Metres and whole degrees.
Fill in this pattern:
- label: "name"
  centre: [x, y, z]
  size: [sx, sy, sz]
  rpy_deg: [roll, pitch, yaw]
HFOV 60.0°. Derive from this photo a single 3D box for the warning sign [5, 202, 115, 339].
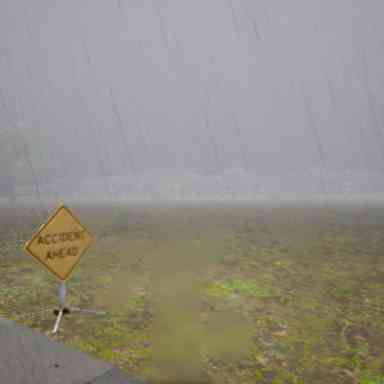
- label: "warning sign"
  centre: [-2.130, 1.114, 5.446]
  size: [1.060, 1.860, 1.300]
  rpy_deg: [0, 0, 35]
